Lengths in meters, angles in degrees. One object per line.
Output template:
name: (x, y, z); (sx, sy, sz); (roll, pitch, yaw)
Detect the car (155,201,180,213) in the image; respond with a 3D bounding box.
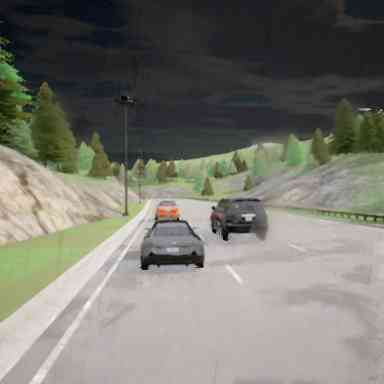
car: (-2.206, 1.560, 29.928); (2.097, 1.767, 4.553); (0, 0, -5)

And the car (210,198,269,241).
car: (2.340, 1.314, 17.616); (2.150, 2.045, 5.566); (0, 0, -5)

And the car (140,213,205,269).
car: (-0.702, 1.644, 11.561); (1.994, 1.385, 4.181); (0, 0, -4)
